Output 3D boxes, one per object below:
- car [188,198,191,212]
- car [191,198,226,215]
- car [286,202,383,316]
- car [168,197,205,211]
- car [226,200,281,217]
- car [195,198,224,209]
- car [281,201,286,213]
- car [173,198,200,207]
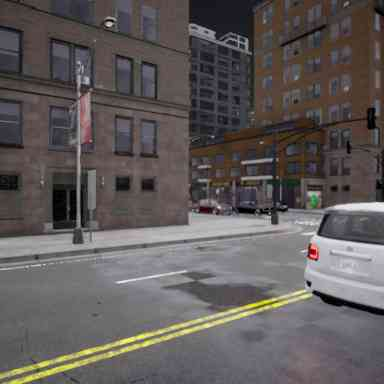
[{"bbox_3d":[-1.058,1.416,36.834,1.967,1.590,4.097,0,0,-35],"label":"car"},{"bbox_3d":[2.125,1.417,32.335,1.967,1.590,4.097,0,0,-35],"label":"car"},{"bbox_3d":[4.639,1.221,6.756,5.566,2.045,2.150,0,0,-36],"label":"car"},{"bbox_3d":[-0.719,1.475,40.750,2.128,1.511,4.902,0,0,-35],"label":"car"},{"bbox_3d":[5.716,1.588,31.651,1.895,1.301,4.718,0,0,-35],"label":"car"},{"bbox_3d":[2.310,1.586,45.968,1.802,1.307,4.206,0,0,-35],"label":"car"},{"bbox_3d":[8.676,1.573,36.969,1.947,1.339,4.313,0,0,-35],"label":"car"},{"bbox_3d":[-0.872,1.571,50.466,1.947,1.339,4.313,0,0,-35],"label":"car"}]
